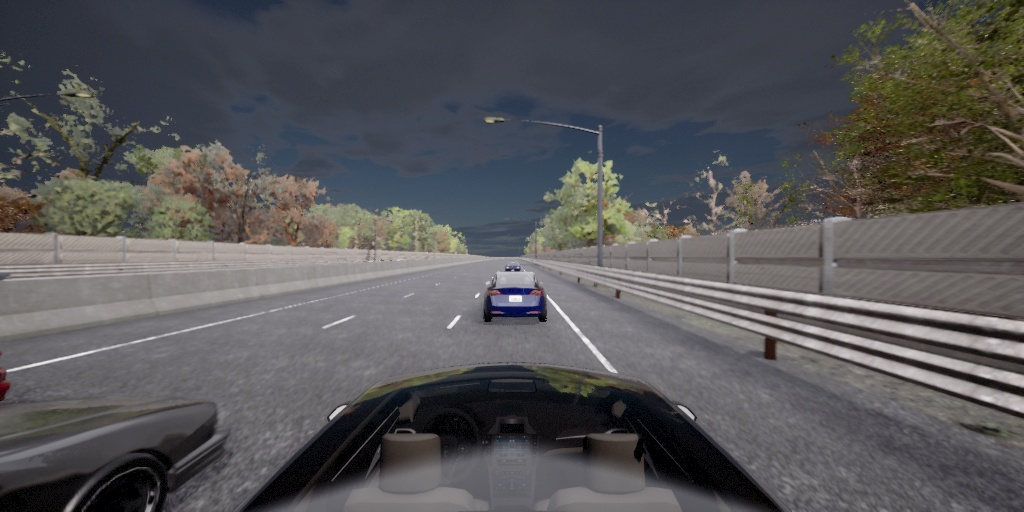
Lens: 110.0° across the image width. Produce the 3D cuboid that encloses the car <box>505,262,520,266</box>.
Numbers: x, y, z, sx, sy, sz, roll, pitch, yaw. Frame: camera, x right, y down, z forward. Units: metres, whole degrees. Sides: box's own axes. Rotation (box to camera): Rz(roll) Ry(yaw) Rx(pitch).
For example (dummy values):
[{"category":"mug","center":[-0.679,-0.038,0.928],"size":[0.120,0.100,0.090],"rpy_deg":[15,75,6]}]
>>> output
[{"category":"car","center":[0.097,1.363,43.225],"size":[1.895,1.301,4.718],"rpy_deg":[0,0,0]}]

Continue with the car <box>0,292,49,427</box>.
[{"category":"car","center":[-6.899,1.228,2.105],"size":[1.882,1.535,5.008],"rpy_deg":[0,0,0]}]

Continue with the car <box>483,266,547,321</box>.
[{"category":"car","center":[0.100,1.256,12.500],"size":[2.163,1.488,4.792],"rpy_deg":[0,0,0]}]

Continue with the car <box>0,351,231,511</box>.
[{"category":"car","center":[-3.401,1.297,0.641],"size":[2.033,1.411,5.357],"rpy_deg":[0,0,0]}]

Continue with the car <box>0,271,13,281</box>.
[{"category":"car","center":[-21.001,0.908,12.063],"size":[2.033,1.411,5.357],"rpy_deg":[0,0,0]}]
